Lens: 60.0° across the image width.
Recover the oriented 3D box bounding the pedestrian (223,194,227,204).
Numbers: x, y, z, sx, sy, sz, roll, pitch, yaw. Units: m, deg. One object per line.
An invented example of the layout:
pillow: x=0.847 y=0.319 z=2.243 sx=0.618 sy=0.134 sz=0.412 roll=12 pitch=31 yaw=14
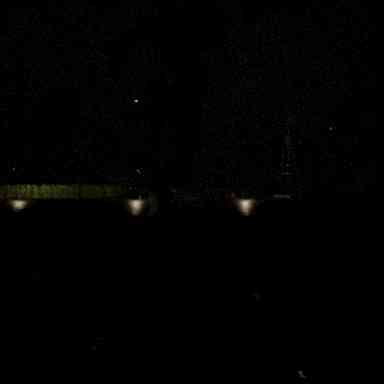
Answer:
pedestrian: x=2.831 y=1.149 z=29.207 sx=0.375 sy=1.860 sz=0.375 roll=-1 pitch=1 yaw=0

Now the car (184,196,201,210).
car: x=0.040 y=1.285 z=39.151 sx=1.882 sy=1.535 sz=5.008 roll=0 pitch=0 yaw=1

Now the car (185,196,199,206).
car: x=0.011 y=1.300 z=49.051 sx=2.033 sy=1.411 sz=5.357 roll=0 pitch=0 yaw=0

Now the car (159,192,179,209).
car: x=-2.833 y=1.014 z=41.935 sx=2.150 sy=2.045 sz=5.566 roll=0 pitch=0 yaw=0

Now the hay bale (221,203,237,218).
hay bale: x=3.139 y=1.520 z=28.116 sx=1.220 sy=1.180 sz=1.240 roll=1 pitch=1 yaw=0
